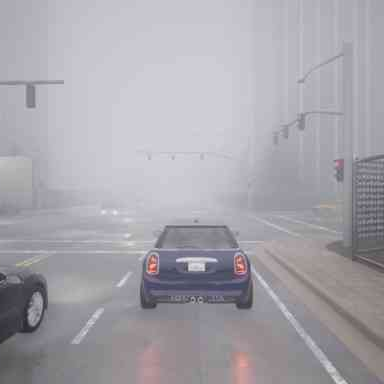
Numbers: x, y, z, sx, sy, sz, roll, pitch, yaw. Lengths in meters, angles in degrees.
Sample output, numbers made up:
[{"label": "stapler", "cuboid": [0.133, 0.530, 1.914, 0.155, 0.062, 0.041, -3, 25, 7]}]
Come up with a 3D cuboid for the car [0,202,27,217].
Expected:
[{"label": "car", "cuboid": [-17.631, 1.544, 29.973, 4.718, 1.301, 1.895, 0, 0, -10]}]

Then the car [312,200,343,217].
[{"label": "car", "cuboid": [13.330, 1.422, 29.747, 5.008, 1.535, 1.882, 0, 0, 0]}]

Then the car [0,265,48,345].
[{"label": "car", "cuboid": [-3.431, 1.505, 3.903, 1.837, 1.490, 4.892, 0, 0, 0]}]

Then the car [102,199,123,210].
[{"label": "car", "cuboid": [-10.501, 1.601, 44.002, 1.895, 1.301, 4.718, 0, 0, 0]}]

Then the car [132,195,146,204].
[{"label": "car", "cuboid": [-10.385, 1.351, 65.092, 2.097, 1.767, 4.553, 0, 0, 1]}]

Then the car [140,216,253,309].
[{"label": "car", "cuboid": [0.096, 1.352, 8.028, 2.097, 1.767, 4.553, 0, 0, 0]}]
